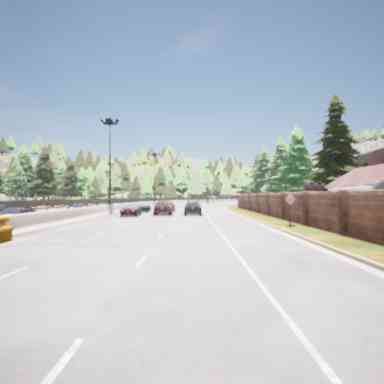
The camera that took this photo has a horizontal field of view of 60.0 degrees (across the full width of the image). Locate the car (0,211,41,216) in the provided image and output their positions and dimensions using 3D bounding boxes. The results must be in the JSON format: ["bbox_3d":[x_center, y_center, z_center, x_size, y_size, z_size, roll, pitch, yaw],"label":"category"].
[{"bbox_3d":[-14.077,1.886,26.794,2.033,1.411,5.357,0,-1,1],"label":"car"}]

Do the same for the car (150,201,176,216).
[{"bbox_3d":[-3.418,1.857,40.023,2.097,1.767,4.553,0,-1,0],"label":"car"}]

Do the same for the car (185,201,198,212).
[{"bbox_3d":[-0.006,2.134,49.867,1.837,1.490,4.892,0,-1,1],"label":"car"}]

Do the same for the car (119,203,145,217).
[{"bbox_3d":[-6.906,2.081,38.008,1.895,1.301,4.718,0,-1,0],"label":"car"}]

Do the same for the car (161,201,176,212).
[{"bbox_3d":[-3.506,2.108,49.968,1.882,1.535,5.008,0,-1,1],"label":"car"}]

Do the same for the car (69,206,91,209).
[{"bbox_3d":[-14.009,2.072,41.614,2.033,1.411,5.357,0,-1,0],"label":"car"}]

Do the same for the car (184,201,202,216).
[{"bbox_3d":[0.095,1.854,39.749,2.097,1.767,4.553,0,-1,0],"label":"car"}]

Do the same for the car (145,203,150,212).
[{"bbox_3d":[-7.005,2.208,48.090,1.895,1.301,4.718,0,-1,0],"label":"car"}]
